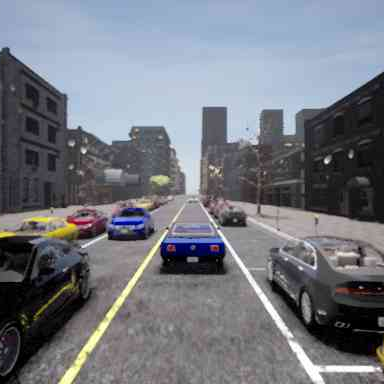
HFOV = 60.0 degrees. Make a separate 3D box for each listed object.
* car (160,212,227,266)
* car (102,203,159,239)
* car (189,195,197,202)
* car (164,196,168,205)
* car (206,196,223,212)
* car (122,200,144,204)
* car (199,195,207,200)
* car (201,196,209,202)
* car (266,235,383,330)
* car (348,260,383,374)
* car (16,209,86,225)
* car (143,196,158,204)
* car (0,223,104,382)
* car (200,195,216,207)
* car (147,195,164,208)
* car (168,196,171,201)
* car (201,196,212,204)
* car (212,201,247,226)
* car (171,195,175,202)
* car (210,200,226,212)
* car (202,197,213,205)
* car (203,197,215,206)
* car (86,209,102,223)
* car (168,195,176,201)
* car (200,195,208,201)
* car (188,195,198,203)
[{"bbox_3d":[0.031,1.607,11.531,1.895,1.301,4.718,0,0,0],"label":"car"},{"bbox_3d":[-3.035,1.532,17.365,1.812,1.442,4.674,0,0,1],"label":"car"},{"bbox_3d":[0.238,1.470,79.822,1.837,1.490,4.892,0,0,0],"label":"car"},{"bbox_3d":[-5.517,1.613,56.600,1.802,1.307,4.206,1,0,0],"label":"car"},{"bbox_3d":[2.798,1.465,34.442,1.967,1.590,4.097,1,0,0],"label":"car"},{"bbox_3d":[-5.600,1.592,28.936,1.802,1.307,4.206,1,0,0],"label":"car"},{"bbox_3d":[3.108,1.648,94.335,1.947,1.339,4.313,1,0,0],"label":"car"},{"bbox_3d":[2.992,1.589,78.569,1.752,1.417,4.829,1,0,0],"label":"car"},{"bbox_3d":[2.713,1.558,6.776,2.008,1.369,4.403,1,0,0],"label":"car"},{"bbox_3d":[2.697,1.530,1.413,1.752,1.417,4.829,1,0,0],"label":"car"},{"bbox_3d":[-5.650,1.525,12.166,1.752,1.417,4.829,1,0,0],"label":"car"},{"bbox_3d":[-5.567,1.543,39.831,1.752,1.417,4.829,1,0,0],"label":"car"},{"bbox_3d":[-3.077,1.525,5.549,1.812,1.442,4.674,0,0,0],"label":"car"},{"bbox_3d":[2.850,1.352,51.041,2.192,1.841,5.009,1,0,0],"label":"car"},{"bbox_3d":[-5.547,1.337,45.535,2.192,1.841,5.009,1,0,0],"label":"car"},{"bbox_3d":[-5.498,1.476,62.133,1.967,1.590,4.097,1,0,0],"label":"car"},{"bbox_3d":[2.904,1.597,67.333,1.887,1.381,4.507,1,0,0],"label":"car"},{"bbox_3d":[2.764,1.568,23.375,2.008,1.369,4.403,1,0,0],"label":"car"},{"bbox_3d":[-5.513,1.579,80.208,1.752,1.417,4.829,1,0,0],"label":"car"},{"bbox_3d":[2.780,1.603,28.908,1.802,1.307,4.206,1,0,0],"label":"car"},{"bbox_3d":[2.881,1.613,62.106,1.947,1.339,4.313,1,0,0],"label":"car"},{"bbox_3d":[2.864,1.608,56.573,1.947,1.339,4.313,1,0,0],"label":"car"},{"bbox_3d":[-5.633,1.585,17.869,1.802,1.307,4.206,1,0,0],"label":"car"},{"bbox_3d":[-5.533,1.618,91.443,2.008,1.369,4.403,1,0,0],"label":"car"},{"bbox_3d":[3.057,1.623,86.790,2.008,1.369,4.403,1,0,0],"label":"car"},{"bbox_3d":[0.208,1.639,69.849,1.895,1.301,4.718,0,0,0],"label":"car"}]
